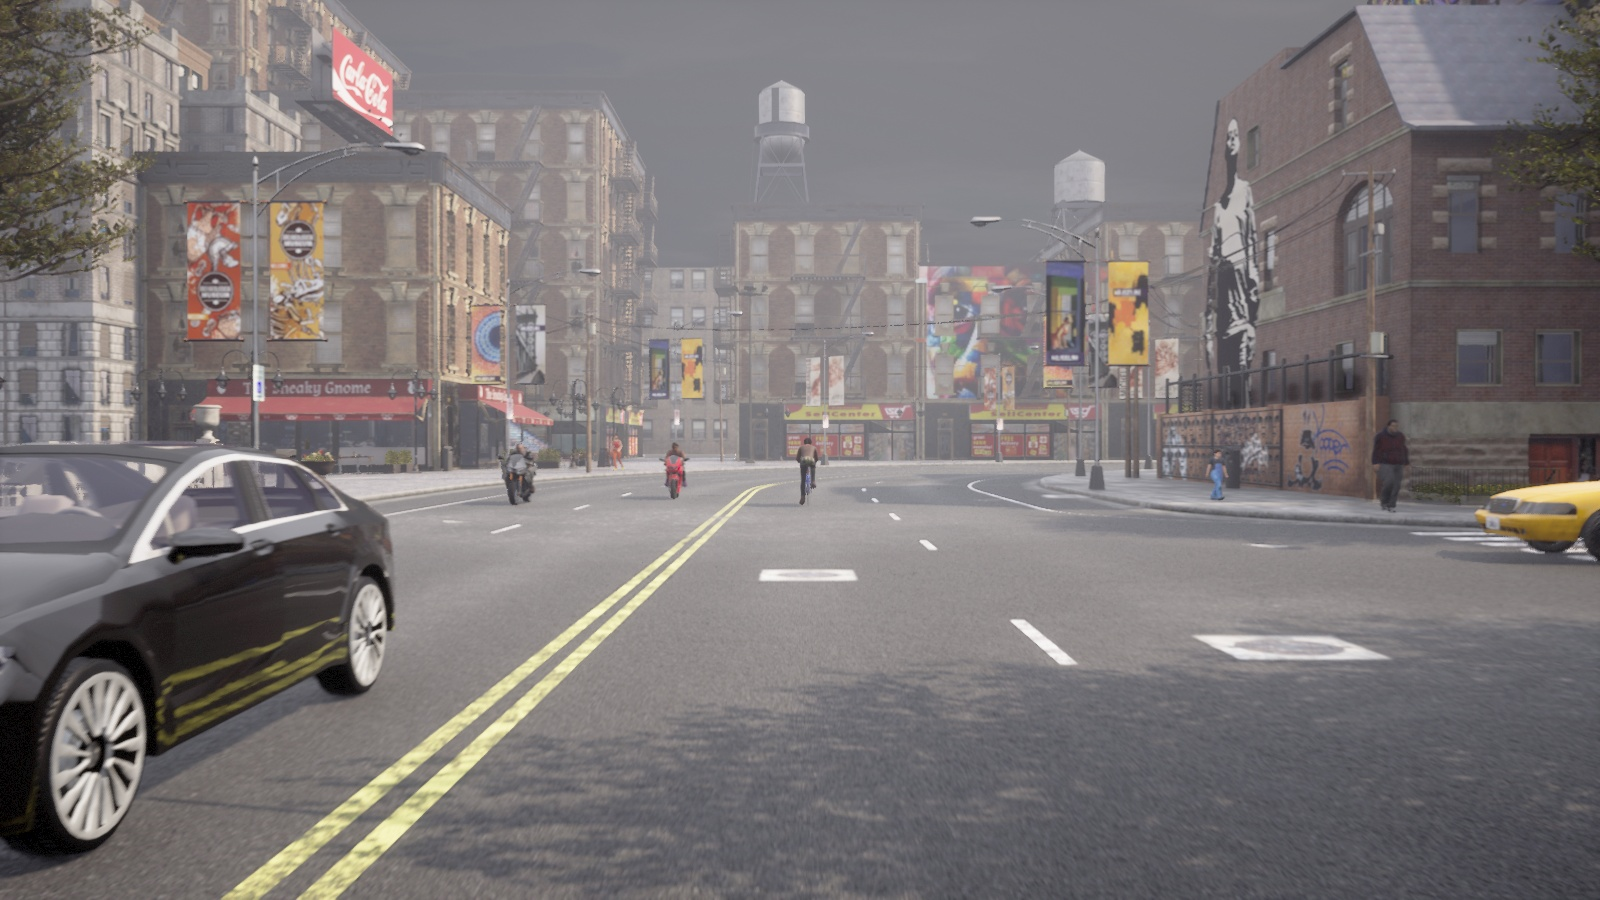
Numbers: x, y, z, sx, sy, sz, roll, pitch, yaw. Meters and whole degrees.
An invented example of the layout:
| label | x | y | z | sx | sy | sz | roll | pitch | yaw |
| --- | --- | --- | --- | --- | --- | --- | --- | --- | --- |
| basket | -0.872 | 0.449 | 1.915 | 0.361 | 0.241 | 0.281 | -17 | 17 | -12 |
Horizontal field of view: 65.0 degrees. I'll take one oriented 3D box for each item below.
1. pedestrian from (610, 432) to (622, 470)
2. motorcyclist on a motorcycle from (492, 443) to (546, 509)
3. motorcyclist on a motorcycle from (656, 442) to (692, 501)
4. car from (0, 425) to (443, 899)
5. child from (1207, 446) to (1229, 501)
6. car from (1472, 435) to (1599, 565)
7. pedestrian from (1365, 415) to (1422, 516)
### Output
| label | x | y | z | sx | sy | sz | roll | pitch | yaw |
| --- | --- | --- | --- | --- | --- | --- | --- | --- | --- |
| pedestrian | -9.011 | 0.056 | 61.530 | 0.345 | 1.836 | 0.594 | 0 | 0 | 17 |
| motorcyclist on a motorcycle | -6.850 | 0.606 | 30.669 | 0.866 | 1.530 | 2.191 | 0 | 0 | -1 |
| motorcyclist on a motorcycle | -3.342 | 0.540 | 33.540 | 0.797 | 1.523 | 2.044 | 0 | 0 | -1 |
| car | -3.461 | 0.667 | 5.990 | 2.128 | 1.511 | 4.902 | 0 | 0 | 0 |
| child | 9.643 | 0.531 | 28.990 | 0.270 | 1.263 | 0.437 | 0 | 0 | -17 |
| car | 11.730 | 0.607 | 15.928 | 5.366 | 1.575 | 1.801 | 0 | 0 | 5 |
| pedestrian | 11.098 | 0.282 | 23.497 | 0.634 | 1.844 | 0.899 | 0 | 0 | 0 |
